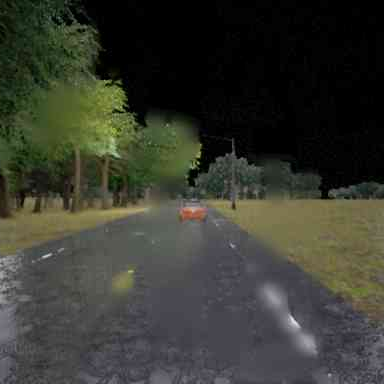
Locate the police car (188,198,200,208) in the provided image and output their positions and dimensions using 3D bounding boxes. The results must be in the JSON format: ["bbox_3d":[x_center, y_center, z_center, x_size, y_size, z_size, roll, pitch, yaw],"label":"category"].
[{"bbox_3d":[0.302,1.818,56.936,1.930,1.638,5.238,0,-1,1],"label":"police car"}]

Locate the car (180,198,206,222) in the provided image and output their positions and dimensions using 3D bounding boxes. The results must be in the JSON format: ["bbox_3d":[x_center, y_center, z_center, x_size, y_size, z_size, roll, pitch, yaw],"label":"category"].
[{"bbox_3d":[0.098,1.548,28.242,2.097,1.767,4.553,0,0,1],"label":"car"}]
